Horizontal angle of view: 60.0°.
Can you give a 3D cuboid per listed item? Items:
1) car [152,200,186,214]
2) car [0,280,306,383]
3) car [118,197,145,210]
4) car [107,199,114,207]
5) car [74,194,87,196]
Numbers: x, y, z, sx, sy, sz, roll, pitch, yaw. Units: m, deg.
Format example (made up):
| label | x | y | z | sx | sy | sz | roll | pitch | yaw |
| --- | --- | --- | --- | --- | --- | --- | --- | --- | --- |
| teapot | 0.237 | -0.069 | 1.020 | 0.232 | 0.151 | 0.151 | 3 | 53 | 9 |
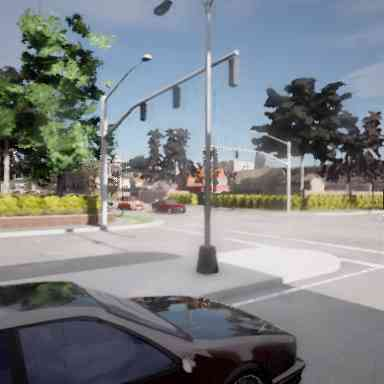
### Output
| label | x | y | z | sx | sy | sz | roll | pitch | yaw |
| --- | --- | --- | --- | --- | --- | --- | --- | --- | --- |
| car | -2.538 | 1.569 | 36.353 | 1.882 | 1.535 | 5.008 | 0 | 0 | -36 |
| car | -1.393 | 1.549 | 2.750 | 5.357 | 1.411 | 2.033 | 0 | 0 | -36 |
| car | -7.945 | 1.443 | 43.801 | 2.097 | 1.767 | 4.553 | 0 | 0 | -36 |
| car | -13.931 | 1.691 | 52.052 | 1.895 | 1.301 | 4.718 | 0 | 0 | -36 |
| car | -20.180 | 1.311 | 60.755 | 2.150 | 2.045 | 5.566 | 0 | 0 | -35 |
